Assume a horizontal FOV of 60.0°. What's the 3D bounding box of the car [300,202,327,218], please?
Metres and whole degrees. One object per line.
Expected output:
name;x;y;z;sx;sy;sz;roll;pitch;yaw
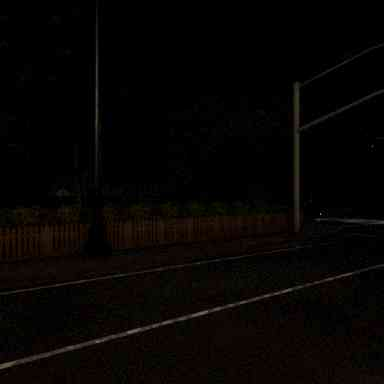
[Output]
car;9.861;1.601;30.565;1.895;1.301;4.718;0;0;-35
